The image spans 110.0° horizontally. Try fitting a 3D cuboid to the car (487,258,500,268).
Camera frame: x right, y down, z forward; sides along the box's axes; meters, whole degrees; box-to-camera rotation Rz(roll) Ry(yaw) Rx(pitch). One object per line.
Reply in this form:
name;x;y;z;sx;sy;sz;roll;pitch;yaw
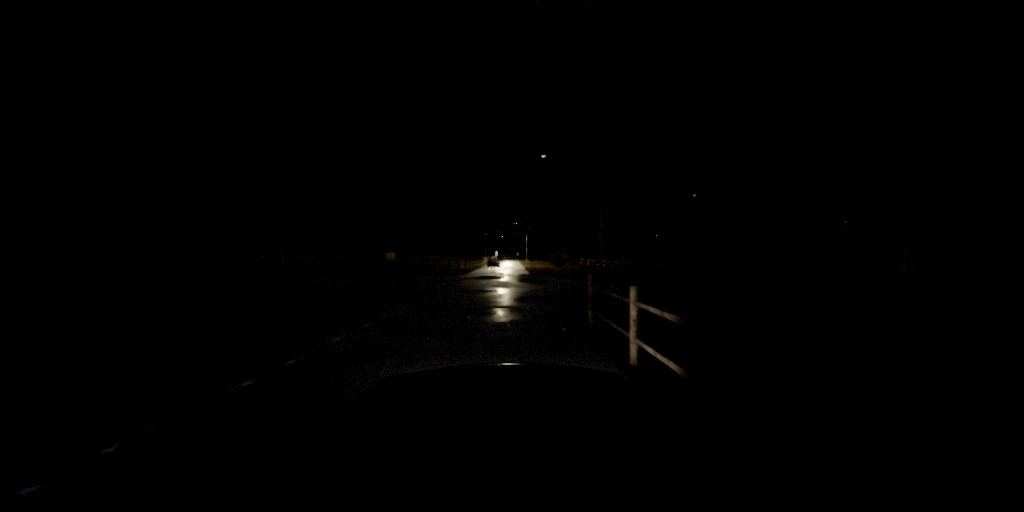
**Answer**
car;-2.737;1.073;53.824;2.033;1.411;5.357;0;1;0
